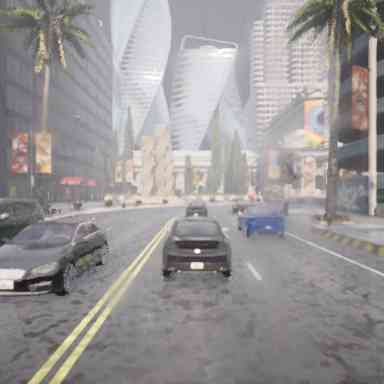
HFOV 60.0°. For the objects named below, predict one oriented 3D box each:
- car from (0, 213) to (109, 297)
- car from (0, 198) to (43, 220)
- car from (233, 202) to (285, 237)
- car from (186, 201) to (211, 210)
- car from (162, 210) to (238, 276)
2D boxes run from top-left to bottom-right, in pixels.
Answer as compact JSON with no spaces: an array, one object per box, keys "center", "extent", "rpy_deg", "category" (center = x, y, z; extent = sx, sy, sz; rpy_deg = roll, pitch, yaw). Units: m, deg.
[{"center":[-3.566,1.510,8.788],"extent":[2.128,1.511,4.902],"rpy_deg":[0,0,0],"category":"car"},{"center":[-7.057,1.240,11.414],"extent":[2.150,2.045,5.566],"rpy_deg":[0,0,0],"category":"car"},{"center":[3.668,1.539,18.392],"extent":[1.882,1.535,5.008],"rpy_deg":[0,0,0],"category":"car"},{"center":[0.515,1.591,29.264],"extent":[1.837,1.490,4.892],"rpy_deg":[0,0,4],"category":"car"},{"center":[0.135,1.536,10.451],"extent":[1.837,1.490,4.892],"rpy_deg":[0,0,0],"category":"car"}]
